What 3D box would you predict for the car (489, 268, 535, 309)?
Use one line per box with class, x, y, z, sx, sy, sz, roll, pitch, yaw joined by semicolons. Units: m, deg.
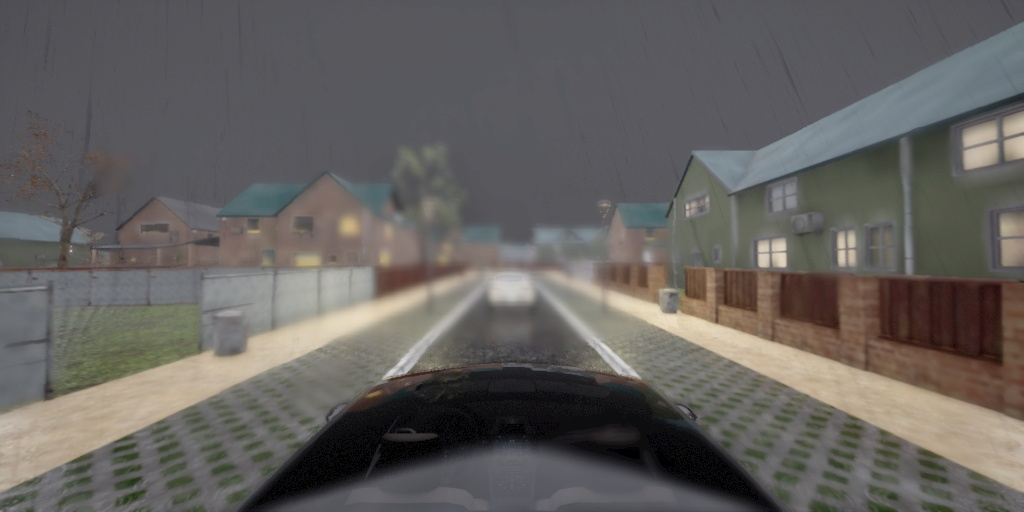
car;0.019;1.427;15.755;1.812;1.442;4.674;0;0;1
